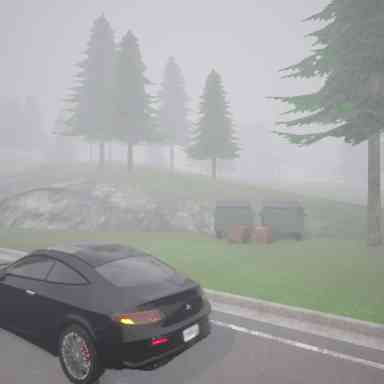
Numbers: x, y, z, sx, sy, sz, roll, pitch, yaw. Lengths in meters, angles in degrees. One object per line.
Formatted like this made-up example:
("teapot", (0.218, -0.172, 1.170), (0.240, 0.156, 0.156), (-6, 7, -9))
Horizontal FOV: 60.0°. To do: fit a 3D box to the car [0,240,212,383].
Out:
("car", (-1.879, 1.526, 5.329), (4.674, 1.442, 1.812), (0, 0, 36))
